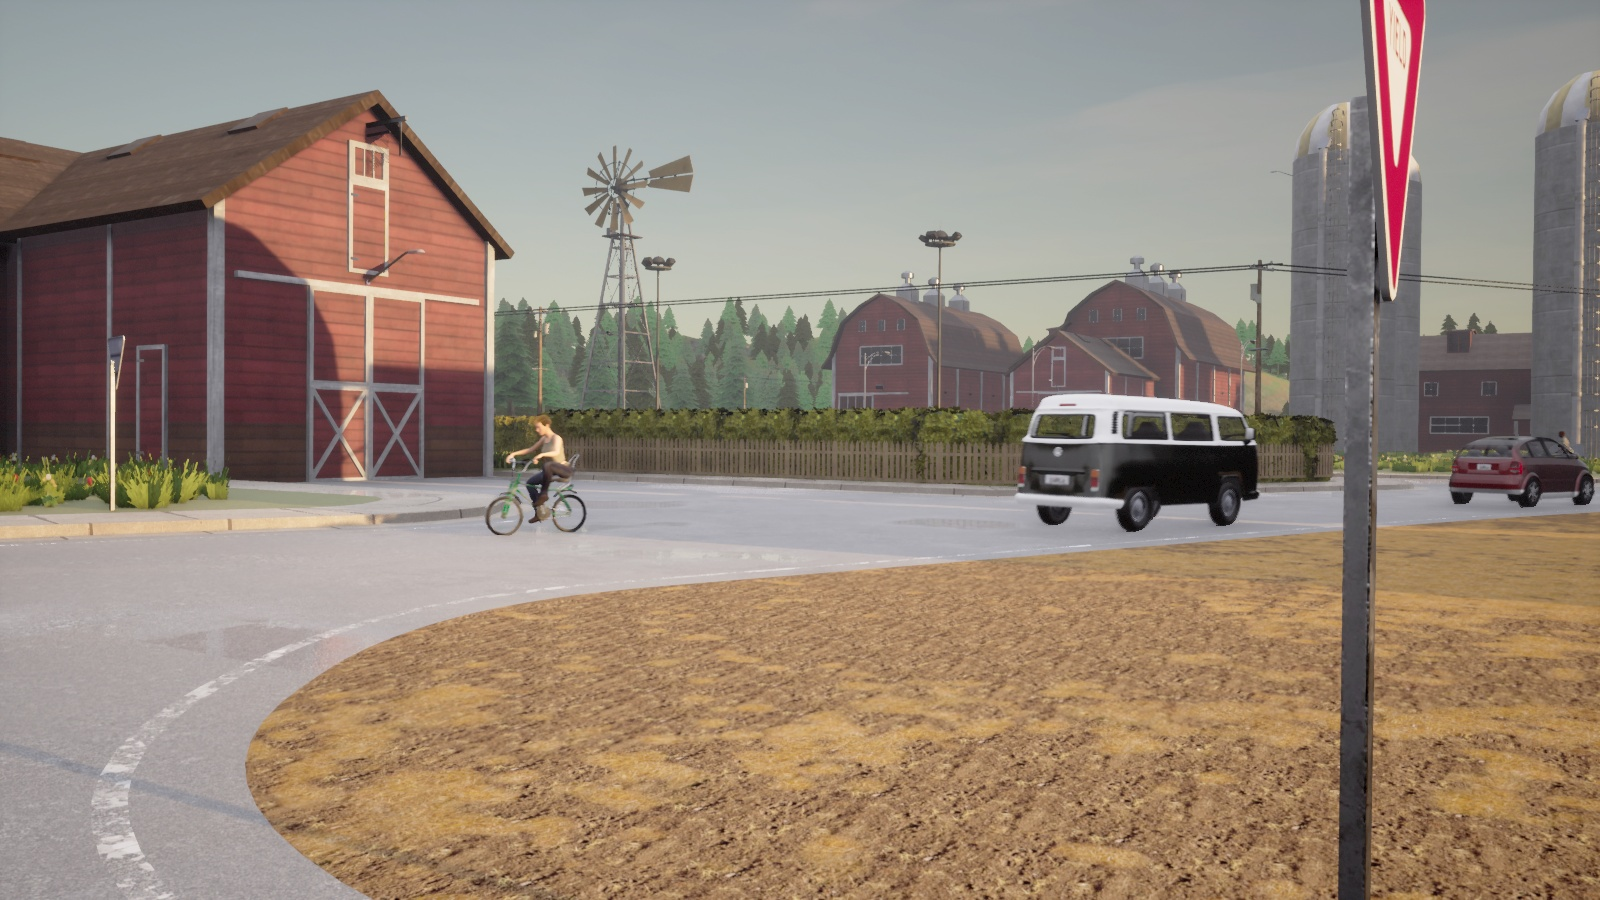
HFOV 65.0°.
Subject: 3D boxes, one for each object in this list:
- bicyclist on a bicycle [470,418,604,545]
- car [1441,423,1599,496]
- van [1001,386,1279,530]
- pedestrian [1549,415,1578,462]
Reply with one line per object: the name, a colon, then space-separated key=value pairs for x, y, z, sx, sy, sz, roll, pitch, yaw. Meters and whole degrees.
bicyclist on a bicycle: x=-3.523 y=0.394 z=16.869 sx=1.509 sy=1.612 sz=0.866 roll=-2 pitch=1 yaw=-39
car: x=16.374 y=0.179 z=28.403 sx=3.705 sy=1.549 sz=1.789 roll=-1 pitch=1 yaw=-35
van: x=5.466 y=0.080 z=19.932 sx=4.480 sy=2.038 sz=2.069 roll=-1 pitch=1 yaw=-40
pedestrian: x=30.322 y=-0.447 z=49.879 sx=0.900 sy=1.855 sz=0.874 roll=0 pitch=1 yaw=27
